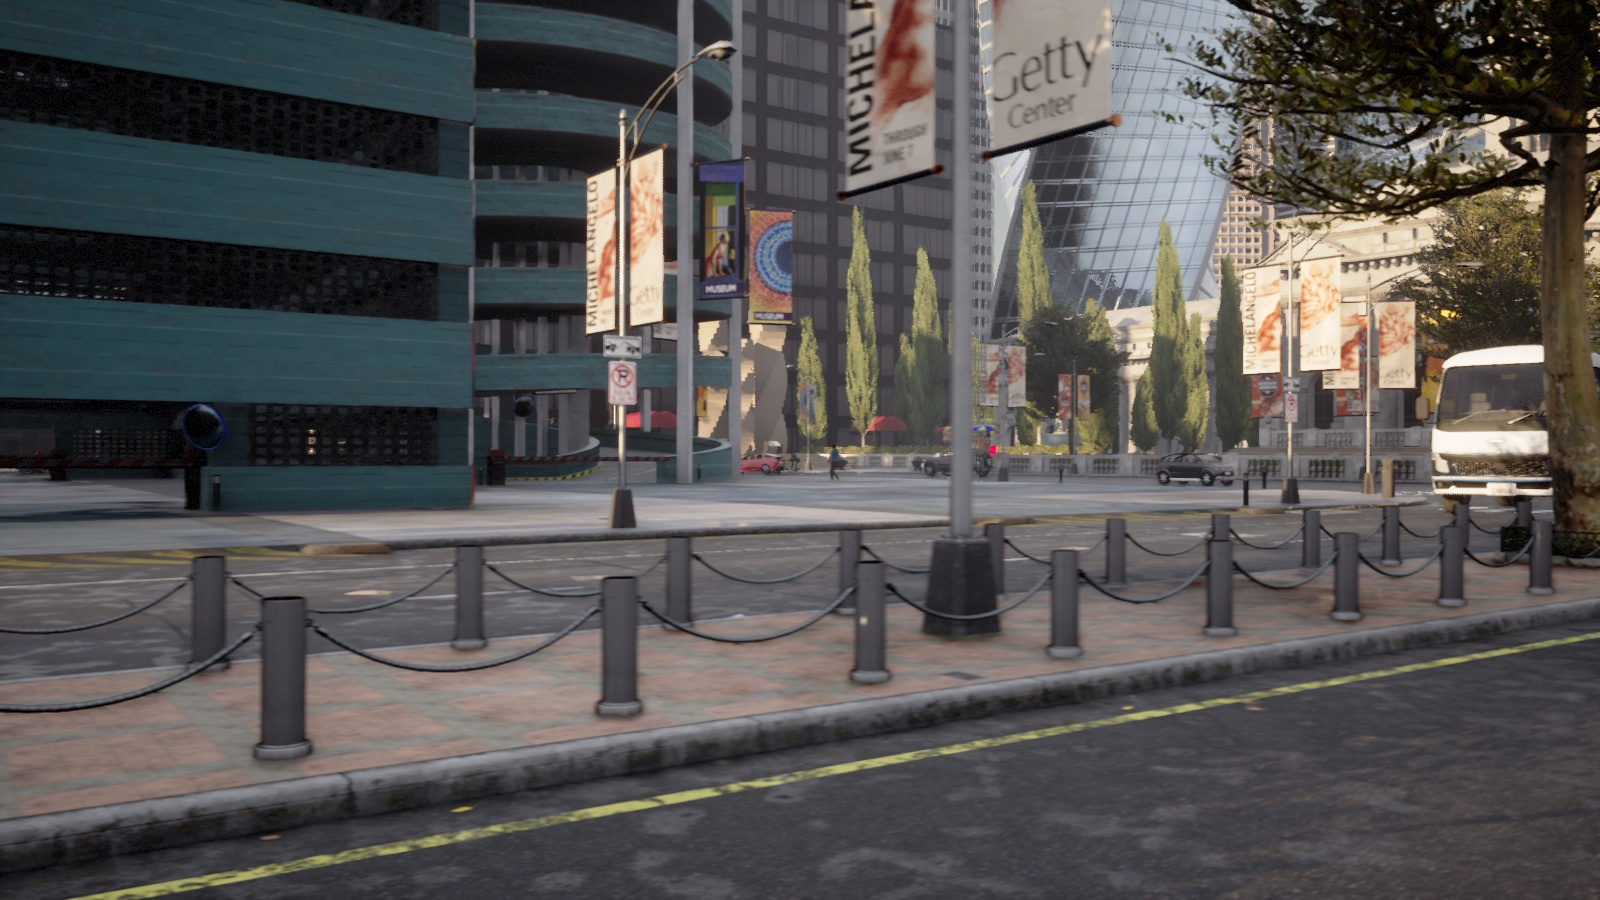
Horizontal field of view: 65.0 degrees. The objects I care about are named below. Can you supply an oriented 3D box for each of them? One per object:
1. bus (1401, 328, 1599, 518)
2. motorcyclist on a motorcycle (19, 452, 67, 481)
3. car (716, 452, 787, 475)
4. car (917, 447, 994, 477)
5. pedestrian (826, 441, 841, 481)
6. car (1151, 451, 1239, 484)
[{"bbox_3d":[19.585,-0.591,33.312,3.944,4.253,10.273,-1,0,41],"label":"bus"},{"bbox_3d":[-44.108,0.968,73.192,2.350,1.649,0.766,0,0,-35],"label":"motorcyclist on a motorcycle"},{"bbox_3d":[-3.376,0.912,86.956,4.514,1.525,2.007,0,0,24],"label":"car"},{"bbox_3d":[9.662,0.733,78.341,1.932,1.855,4.605,0,0,-44],"label":"car"},{"bbox_3d":[1.623,0.548,61.178,0.396,1.930,0.692,0,0,-37],"label":"pedestrian"},{"bbox_3d":[18.933,0.831,60.237,1.789,1.549,3.705,0,0,-35],"label":"car"}]
